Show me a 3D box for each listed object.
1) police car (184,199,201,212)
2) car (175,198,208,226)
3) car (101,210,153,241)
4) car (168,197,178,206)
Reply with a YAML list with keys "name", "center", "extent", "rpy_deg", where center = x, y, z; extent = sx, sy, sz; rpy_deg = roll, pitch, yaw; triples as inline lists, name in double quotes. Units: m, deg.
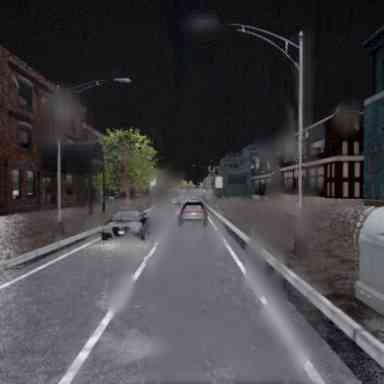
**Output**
- name: "police car"
  center: [0.093, 1.634, 41.830]
  extent: [2.038, 1.542, 4.974]
  rpy_deg: [0, 0, 0]
- name: "car"
  center: [0.096, 1.475, 23.760]
  extent: [2.033, 1.649, 4.856]
  rpy_deg: [0, 0, 0]
- name: "car"
  center: [-3.101, 1.584, 16.563]
  extent: [1.994, 1.385, 4.181]
  rpy_deg: [0, 0, 0]
- name: "car"
  center: [-3.060, 1.640, 58.060]
  extent: [2.128, 1.511, 4.902]
  rpy_deg: [0, 0, 1]
